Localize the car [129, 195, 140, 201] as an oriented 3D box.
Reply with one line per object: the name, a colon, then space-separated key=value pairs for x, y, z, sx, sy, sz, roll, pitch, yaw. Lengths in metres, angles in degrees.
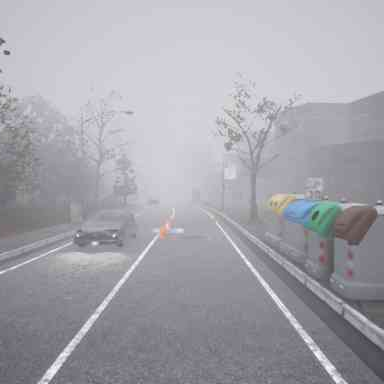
car: x=-14.335 y=1.559 z=82.904 sx=1.837 sy=1.490 sz=4.892 roll=-2 pitch=0 yaw=-22

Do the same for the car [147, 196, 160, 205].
car: x=-6.628 y=1.427 z=57.440 sx=1.882 sy=1.535 sz=5.008 roll=-1 pitch=0 yaw=-12

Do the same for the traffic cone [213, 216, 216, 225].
traffic cone: x=1.493 y=1.913 z=22.085 sx=0.340 sy=0.580 sz=0.340 roll=0 pitch=0 yaw=6

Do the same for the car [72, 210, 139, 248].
car: x=-3.589 y=1.519 z=14.955 sx=2.033 sy=1.411 sz=5.357 roll=0 pitch=0 yaw=0

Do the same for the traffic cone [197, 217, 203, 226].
traffic cone: x=0.527 y=1.913 z=21.955 sx=0.340 sy=0.580 sz=0.340 roll=0 pitch=0 yaw=0
